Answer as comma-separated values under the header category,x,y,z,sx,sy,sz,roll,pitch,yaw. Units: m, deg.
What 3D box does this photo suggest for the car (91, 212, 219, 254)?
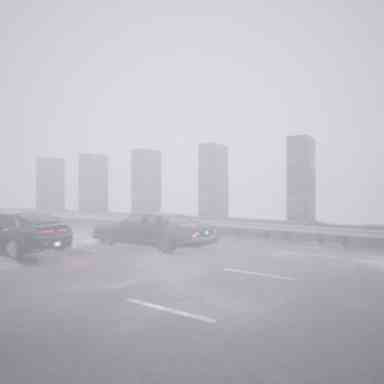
category,x,y,z,sx,sy,sz,roll,pitch,yaw
car,-1.585,1.500,13.291,5.357,1.411,2.033,0,0,33

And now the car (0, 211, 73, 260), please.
category,x,y,z,sx,sy,sz,roll,pitch,yaw
car,-6.501,1.459,12.250,4.892,1.490,1.837,0,0,32
